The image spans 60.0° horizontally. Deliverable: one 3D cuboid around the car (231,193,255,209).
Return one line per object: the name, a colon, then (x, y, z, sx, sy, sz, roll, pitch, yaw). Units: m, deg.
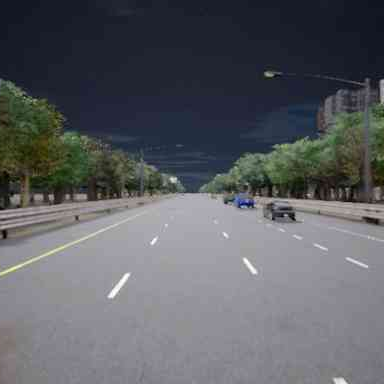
car: (7.038, 1.265, 45.124, 2.150, 2.045, 5.566, 0, 0, 0)

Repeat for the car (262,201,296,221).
car: (7.017, 1.513, 27.188, 1.837, 1.490, 4.892, 0, 0, 0)

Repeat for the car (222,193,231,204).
car: (7.091, 1.274, 63.431, 2.150, 2.045, 5.566, 0, 0, 0)
